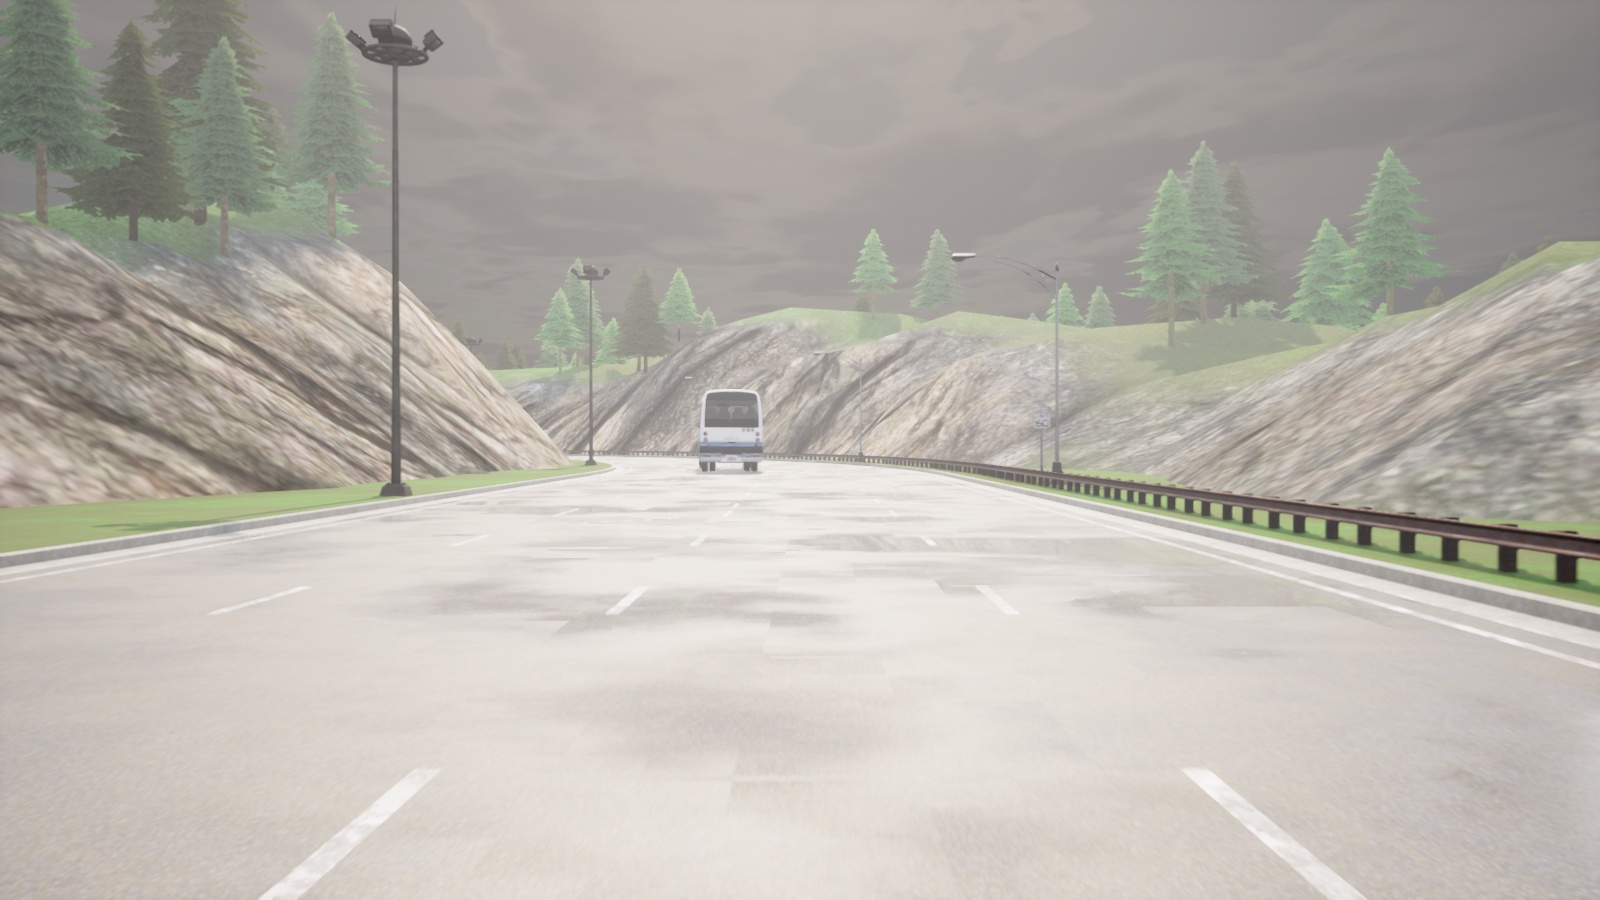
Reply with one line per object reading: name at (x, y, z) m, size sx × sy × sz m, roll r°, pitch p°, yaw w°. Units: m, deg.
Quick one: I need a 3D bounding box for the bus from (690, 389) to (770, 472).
bus at (-4.041, -1.026, 69.692) m, size 3.944 × 4.253 × 10.273 m, roll 0°, pitch 0°, yaw -6°
